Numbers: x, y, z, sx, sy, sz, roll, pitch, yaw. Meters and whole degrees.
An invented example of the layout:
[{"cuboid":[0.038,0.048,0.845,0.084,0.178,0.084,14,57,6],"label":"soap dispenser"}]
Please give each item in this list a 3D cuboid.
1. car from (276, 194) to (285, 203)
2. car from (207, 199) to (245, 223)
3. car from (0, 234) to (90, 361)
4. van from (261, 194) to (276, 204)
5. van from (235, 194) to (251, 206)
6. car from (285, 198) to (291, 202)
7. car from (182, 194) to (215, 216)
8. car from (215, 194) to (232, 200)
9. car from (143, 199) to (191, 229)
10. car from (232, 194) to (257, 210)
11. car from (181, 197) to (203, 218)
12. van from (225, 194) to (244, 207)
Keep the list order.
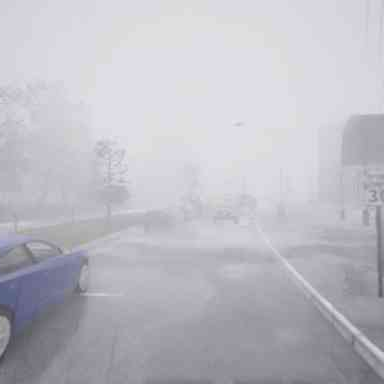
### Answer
[{"cuboid":[19.525,1.572,79.035,2.435,2.045,5.566,-3,-1,30],"label":"car"},{"cuboid":[2.720,1.544,25.492,2.033,1.411,5.357,0,0,11],"label":"car"},{"cuboid":[-3.382,1.480,5.794,2.097,1.535,5.008,0,0,3],"label":"car"},{"cuboid":[16.692,1.545,74.317,1.878,1.987,4.442,-3,-1,28],"label":"van"},{"cuboid":[9.154,1.400,59.349,1.878,1.987,4.442,-3,-1,23],"label":"van"},{"cuboid":[22.561,1.909,83.693,2.002,1.452,4.674,-2,-1,33],"label":"car"},{"cuboid":[0.327,1.256,32.769,2.435,2.045,5.566,-3,0,13],"label":"car"},{"cuboid":[3.319,1.529,43.706,1.946,1.575,5.366,-3,-1,19],"label":"car"},{"cuboid":[-1.796,1.499,21.756,2.231,1.521,4.892,-3,0,10],"label":"car"},{"cuboid":[6.975,1.230,42.447,2.150,2.045,5.566,-1,0,17],"label":"car"},{"cuboid":[-0.829,1.504,27.263,2.231,1.521,4.892,-3,0,11],"label":"car"},{"cuboid":[7.009,1.362,54.186,1.878,1.987,4.442,-3,-1,22],"label":"van"}]
